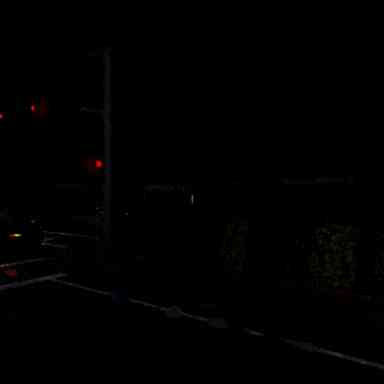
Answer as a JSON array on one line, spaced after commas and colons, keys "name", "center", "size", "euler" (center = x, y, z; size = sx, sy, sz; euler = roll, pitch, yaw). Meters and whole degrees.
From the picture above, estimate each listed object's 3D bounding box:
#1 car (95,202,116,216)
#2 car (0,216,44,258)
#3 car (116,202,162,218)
[{"name": "car", "center": [-7.279, 1.633, 33.340], "size": [1.895, 1.301, 4.718], "euler": [0, 0, 37]}, {"name": "car", "center": [-7.054, 1.580, 12.626], "size": [1.994, 1.385, 4.181], "euler": [0, 0, -16]}, {"name": "car", "center": [-4.470, 1.628, 31.251], "size": [1.895, 1.301, 4.718], "euler": [0, 0, 37]}]
